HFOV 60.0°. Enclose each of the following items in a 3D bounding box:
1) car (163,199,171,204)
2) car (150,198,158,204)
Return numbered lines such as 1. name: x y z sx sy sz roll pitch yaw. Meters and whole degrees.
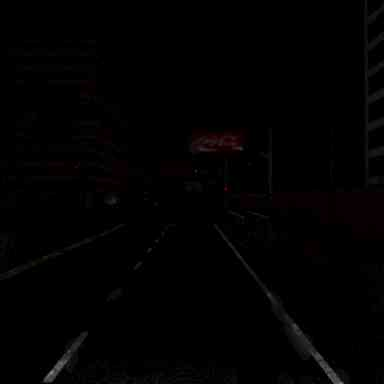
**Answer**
1. car: -6.966 2.574 93.055 1.895 1.301 4.718 0 -1 0
2. car: -10.466 2.504 93.087 1.812 1.442 4.674 0 -1 0
